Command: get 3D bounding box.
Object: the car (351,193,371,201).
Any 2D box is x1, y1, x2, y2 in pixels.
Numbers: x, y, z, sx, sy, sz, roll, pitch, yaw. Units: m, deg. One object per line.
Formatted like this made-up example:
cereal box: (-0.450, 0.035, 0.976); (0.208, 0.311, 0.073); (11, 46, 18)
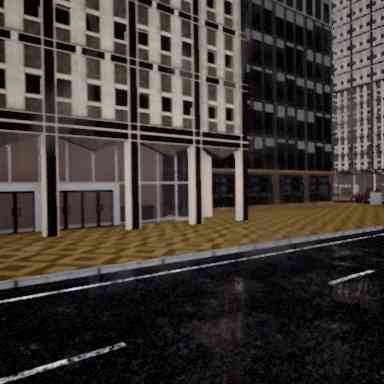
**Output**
car: (28.511, 0.777, 54.671); (1.887, 1.381, 4.507); (-1, 1, -34)
